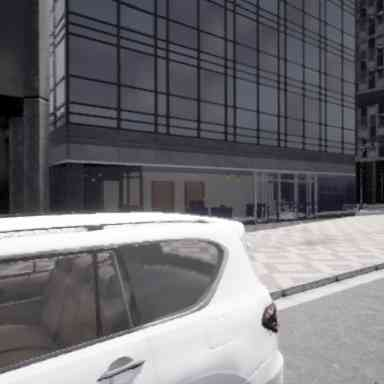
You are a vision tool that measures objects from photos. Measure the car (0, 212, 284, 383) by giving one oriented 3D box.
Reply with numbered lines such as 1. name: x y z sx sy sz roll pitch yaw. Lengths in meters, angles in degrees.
1. car: -1.818 1.222 2.083 5.566 2.045 2.150 0 0 -36
